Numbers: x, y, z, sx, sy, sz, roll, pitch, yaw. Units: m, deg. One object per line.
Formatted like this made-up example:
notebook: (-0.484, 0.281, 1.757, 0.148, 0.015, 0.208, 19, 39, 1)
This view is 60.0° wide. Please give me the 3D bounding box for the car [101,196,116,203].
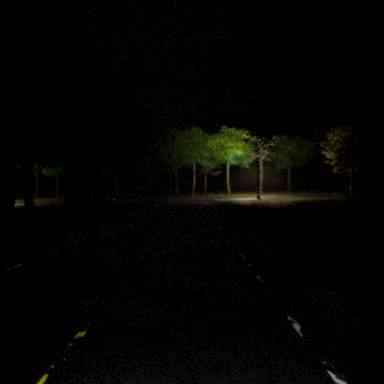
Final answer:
car: (-21.078, 1.811, 81.399, 5.008, 1.535, 1.882, -1, 3, 0)
